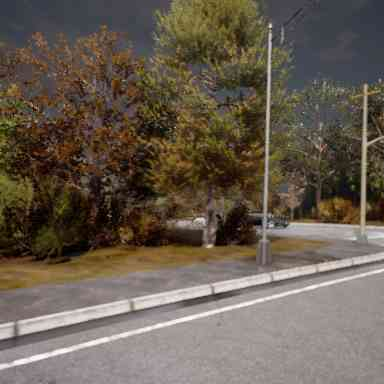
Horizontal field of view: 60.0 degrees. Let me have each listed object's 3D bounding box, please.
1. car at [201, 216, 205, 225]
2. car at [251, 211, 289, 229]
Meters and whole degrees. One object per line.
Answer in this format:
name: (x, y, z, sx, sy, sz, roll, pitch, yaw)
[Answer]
car: (2.383, 2.595, 29.873, 1.895, 1.301, 4.718, 3, -5, -39)
car: (6.486, 2.516, 30.328, 1.882, 1.535, 5.008, 3, -4, -39)
